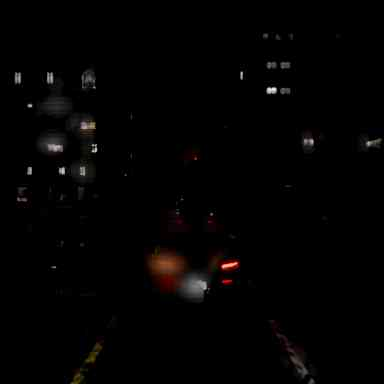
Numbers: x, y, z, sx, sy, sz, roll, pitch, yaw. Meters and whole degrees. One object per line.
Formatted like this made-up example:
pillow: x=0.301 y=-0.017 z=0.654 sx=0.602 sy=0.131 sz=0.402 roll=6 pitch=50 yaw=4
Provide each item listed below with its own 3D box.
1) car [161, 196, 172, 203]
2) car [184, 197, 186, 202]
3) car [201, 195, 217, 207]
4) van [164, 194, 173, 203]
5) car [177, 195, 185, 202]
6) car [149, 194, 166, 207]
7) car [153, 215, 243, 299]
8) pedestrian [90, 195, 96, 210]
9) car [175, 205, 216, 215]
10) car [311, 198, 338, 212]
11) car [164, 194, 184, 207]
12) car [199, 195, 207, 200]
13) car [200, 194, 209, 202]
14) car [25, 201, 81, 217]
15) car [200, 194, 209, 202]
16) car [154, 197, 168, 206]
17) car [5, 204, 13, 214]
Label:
car: x=-5.086 y=1.509 z=66.011 sx=1.887 sy=1.381 sz=4.507 roll=0 pitch=0 yaw=0
car: x=-2.592 y=1.319 z=62.481 sx=2.097 sy=1.767 sz=4.553 roll=0 pitch=0 yaw=1
car: x=2.736 y=1.544 z=49.328 sx=1.947 sy=1.339 sz=4.313 roll=0 pitch=0 yaw=0
van: x=-5.066 y=1.300 z=71.563 sx=1.690 sy=1.788 sz=3.998 roll=0 pitch=0 yaw=0
car: x=-2.484 y=1.476 z=77.249 sx=1.812 sy=1.442 sz=4.674 roll=0 pitch=0 yaw=0
car: x=-5.143 y=1.293 z=49.355 sx=2.192 sy=1.841 sz=5.009 roll=0 pitch=0 yaw=0
car: x=0.130 y=1.524 z=8.294 sx=1.812 sy=1.442 sz=4.674 roll=0 pitch=0 yaw=0
pedestrian: x=-12.013 y=1.272 z=40.129 sx=0.375 sy=1.860 sz=0.375 roll=0 pitch=1 yaw=1
car: x=0.152 y=1.559 z=17.054 sx=1.994 sy=1.385 sz=4.181 roll=0 pitch=0 yaw=0
car: x=15.222 y=1.333 z=34.417 sx=5.357 sy=1.411 sz=2.033 roll=-1 pitch=0 yaw=1
car: x=-2.635 y=1.483 z=49.206 sx=1.837 sy=1.490 sz=4.892 roll=0 pitch=0 yaw=2
car: x=2.871 y=1.492 z=88.193 sx=2.008 sy=1.369 sz=4.403 roll=0 pitch=0 yaw=0
car: x=2.833 y=1.393 z=77.088 sx=1.967 sy=1.590 sz=4.097 roll=0 pitch=0 yaw=0
car: x=-13.284 y=1.613 z=31.853 sx=5.008 sy=1.535 sz=1.882 roll=-1 pitch=0 yaw=-1
car: x=2.775 y=1.551 z=60.432 sx=1.802 sy=1.307 sz=4.206 roll=0 pitch=0 yaw=0
car: x=-5.124 y=1.519 z=54.907 sx=1.887 sy=1.381 sz=4.507 roll=0 pitch=0 yaw=0
car: x=-22.334 y=1.836 z=37.295 sx=4.206 sy=1.307 sz=1.802 roll=-1 pitch=1 yaw=1
